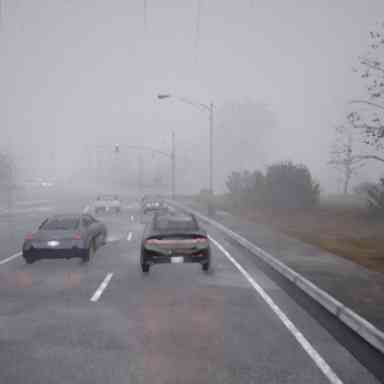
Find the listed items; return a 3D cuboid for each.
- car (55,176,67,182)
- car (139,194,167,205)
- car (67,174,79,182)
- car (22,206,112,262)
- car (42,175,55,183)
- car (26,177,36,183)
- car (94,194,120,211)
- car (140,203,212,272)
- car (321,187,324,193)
[{"bbox_3d":[-35.140,-3.397,88.075,1.882,1.535,5.008,-2,4,-29],"label":"car"},{"bbox_3d":[-3.035,0.829,26.085,2.033,1.411,5.357,-1,3,-13],"label":"car"},{"bbox_3d":[-32.100,-3.771,89.786,2.150,2.045,5.566,-2,4,-29],"label":"car"},{"bbox_3d":[-4.205,1.411,11.597,1.994,1.385,4.181,0,1,-6],"label":"car"},{"bbox_3d":[-36.376,-3.008,83.123,2.128,1.511,4.902,-2,4,-29],"label":"car"},{"bbox_3d":[-39.433,-2.860,81.424,1.994,1.385,4.181,-2,4,-29],"label":"car"},{"bbox_3d":[-6.909,0.837,27.235,1.895,1.301,4.718,-1,3,-13],"label":"car"},{"bbox_3d":[-0.574,1.348,10.334,2.128,1.511,4.902,0,1,-5],"label":"car"},{"bbox_3d":[23.802,-0.596,65.421,4.902,1.511,2.128,1,3,-26],"label":"car"}]
